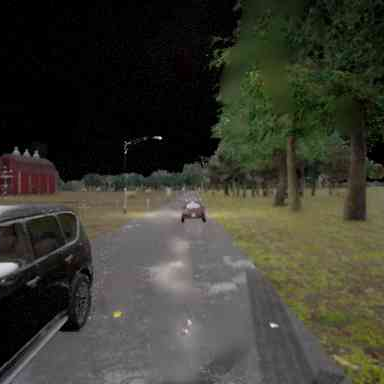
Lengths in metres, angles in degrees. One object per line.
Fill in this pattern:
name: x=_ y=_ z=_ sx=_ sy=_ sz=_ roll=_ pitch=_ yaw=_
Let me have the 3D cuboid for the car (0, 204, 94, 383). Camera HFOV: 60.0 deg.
car: x=-2.847 y=1.216 z=3.908 sx=2.150 sy=2.045 sz=5.566 roll=0 pitch=0 yaw=0

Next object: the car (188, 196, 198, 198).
car: x=0.127 y=1.288 z=43.902 sx=2.097 sy=1.767 sz=4.553 roll=0 pitch=0 yaw=0

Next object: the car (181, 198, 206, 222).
car: x=0.117 y=1.488 z=26.209 sx=1.812 sy=1.442 sz=4.674 roll=0 pitch=0 yaw=0
